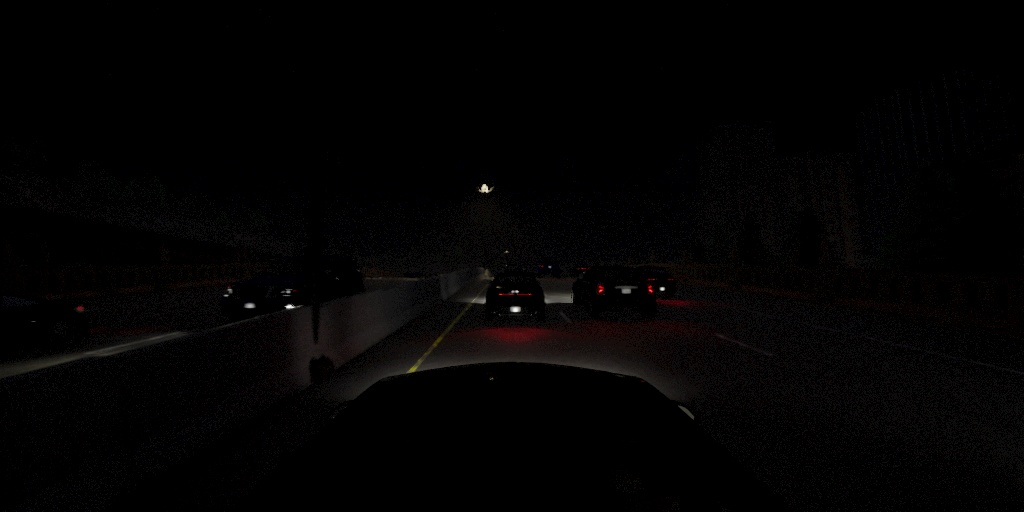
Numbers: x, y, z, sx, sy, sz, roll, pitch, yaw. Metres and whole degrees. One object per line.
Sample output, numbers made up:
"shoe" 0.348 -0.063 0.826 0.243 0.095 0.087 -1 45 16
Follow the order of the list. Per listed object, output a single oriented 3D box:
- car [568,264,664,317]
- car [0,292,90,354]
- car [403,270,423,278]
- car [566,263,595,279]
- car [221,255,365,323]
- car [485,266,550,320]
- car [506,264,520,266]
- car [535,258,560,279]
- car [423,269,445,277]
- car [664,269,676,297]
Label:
"car" 3.600 1.129 13.403 2.097 1.767 4.553 0 0 0
"car" -10.600 1.324 6.363 1.994 1.385 4.181 0 0 0
"car" -14.068 2.637 51.216 1.895 1.301 4.718 0 -6 0
"car" 7.103 1.571 37.708 2.128 1.511 4.902 0 -3 0
"car" -7.099 0.995 12.473 2.150 2.045 5.566 0 0 0
"car" 0.101 1.281 12.690 1.837 1.490 4.892 0 0 0
"car" 0.102 1.411 31.101 2.033 1.411 5.357 0 -1 0
"car" 3.603 1.259 36.770 2.150 2.045 5.566 0 -2 0
"car" -10.572 2.565 51.026 2.033 1.411 5.357 0 -5 0
"car" 7.101 1.296 19.351 1.837 1.490 4.892 0 0 0
